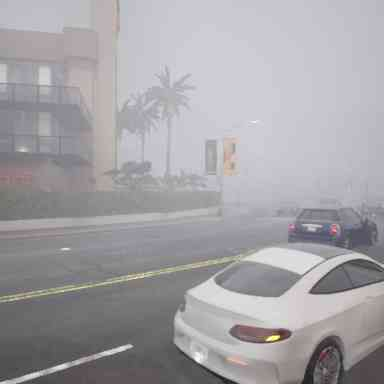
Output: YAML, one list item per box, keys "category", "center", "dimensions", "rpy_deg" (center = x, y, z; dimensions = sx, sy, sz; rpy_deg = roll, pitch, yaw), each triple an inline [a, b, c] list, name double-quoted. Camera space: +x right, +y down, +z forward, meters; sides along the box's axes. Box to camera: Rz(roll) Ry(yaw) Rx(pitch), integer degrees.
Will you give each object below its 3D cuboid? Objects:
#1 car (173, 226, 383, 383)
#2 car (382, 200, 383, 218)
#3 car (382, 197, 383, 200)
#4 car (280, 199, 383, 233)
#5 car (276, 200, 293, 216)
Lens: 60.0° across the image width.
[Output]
- category: "car"
  center: [1.886, 1.523, 5.006]
  dimensions: [4.674, 1.442, 1.812]
  rpy_deg: [0, 0, -38]
- category: "car"
  center: [15.934, 1.588, 29.877]
  dimensions: [1.895, 1.301, 4.718]
  rpy_deg: [0, 0, 19]
- category: "car"
  center: [36.845, 1.226, 67.530]
  dimensions: [2.185, 1.767, 4.553]
  rpy_deg: [0, 0, -11]
- category: "car"
  center: [5.719, 1.346, 13.322]
  dimensions: [2.097, 1.767, 4.553]
  rpy_deg: [0, 0, 44]
- category: "car"
  center: [9.136, 1.512, 31.454]
  dimensions: [1.812, 1.442, 4.674]
  rpy_deg: [0, 0, 20]
